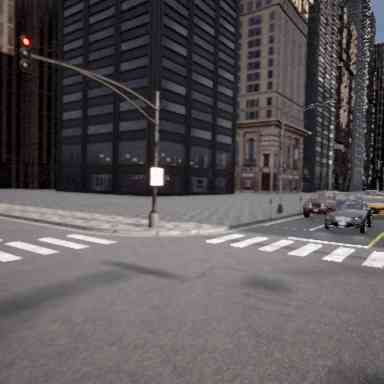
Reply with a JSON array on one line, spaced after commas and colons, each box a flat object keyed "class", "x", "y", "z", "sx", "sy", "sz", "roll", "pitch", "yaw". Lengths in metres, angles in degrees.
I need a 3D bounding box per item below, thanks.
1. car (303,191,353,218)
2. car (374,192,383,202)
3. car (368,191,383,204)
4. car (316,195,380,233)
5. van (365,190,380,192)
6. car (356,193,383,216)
[{"class": "car", "x": 9.549, "y": 0.848, "z": 23.683, "sx": 2.192, "sy": 1.841, "sz": 5.009, "roll": 3, "pitch": 2, "yaw": 36}, {"class": "car", "x": 29.288, "y": 0.786, "z": 50.966, "sx": 1.752, "sy": 1.417, "sz": 4.829, "roll": 3, "pitch": 2, "yaw": 36}, {"class": "car", "x": 26.082, "y": 0.744, "z": 46.532, "sx": 1.967, "sy": 1.590, "sz": 4.097, "roll": 3, "pitch": 2, "yaw": 36}, {"class": "car", "x": 8.400, "y": 1.174, "z": 17.654, "sx": 2.128, "sy": 1.511, "sz": 4.902, "roll": 3, "pitch": 2, "yaw": 33}, {"class": "van", "x": 22.777, "y": 0.690, "z": 41.960, "sx": 1.690, "sy": 1.788, "sz": 3.998, "roll": 3, "pitch": 2, "yaw": 36}, {"class": "car", "x": 14.116, "y": 1.082, "z": 25.462, "sx": 1.882, "sy": 1.535, "sz": 5.008, "roll": 3, "pitch": 2, "yaw": 35}]
